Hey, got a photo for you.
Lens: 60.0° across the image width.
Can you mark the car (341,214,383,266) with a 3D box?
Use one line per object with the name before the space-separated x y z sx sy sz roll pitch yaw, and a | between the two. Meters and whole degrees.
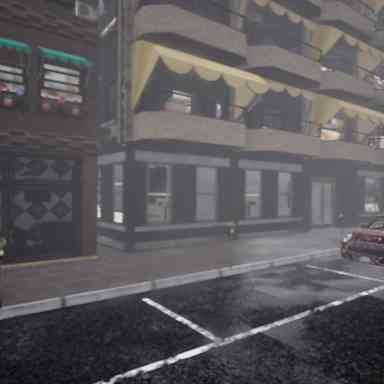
car | 6.681 1.443 10.861 4.097 1.590 1.967 0 0 -36
